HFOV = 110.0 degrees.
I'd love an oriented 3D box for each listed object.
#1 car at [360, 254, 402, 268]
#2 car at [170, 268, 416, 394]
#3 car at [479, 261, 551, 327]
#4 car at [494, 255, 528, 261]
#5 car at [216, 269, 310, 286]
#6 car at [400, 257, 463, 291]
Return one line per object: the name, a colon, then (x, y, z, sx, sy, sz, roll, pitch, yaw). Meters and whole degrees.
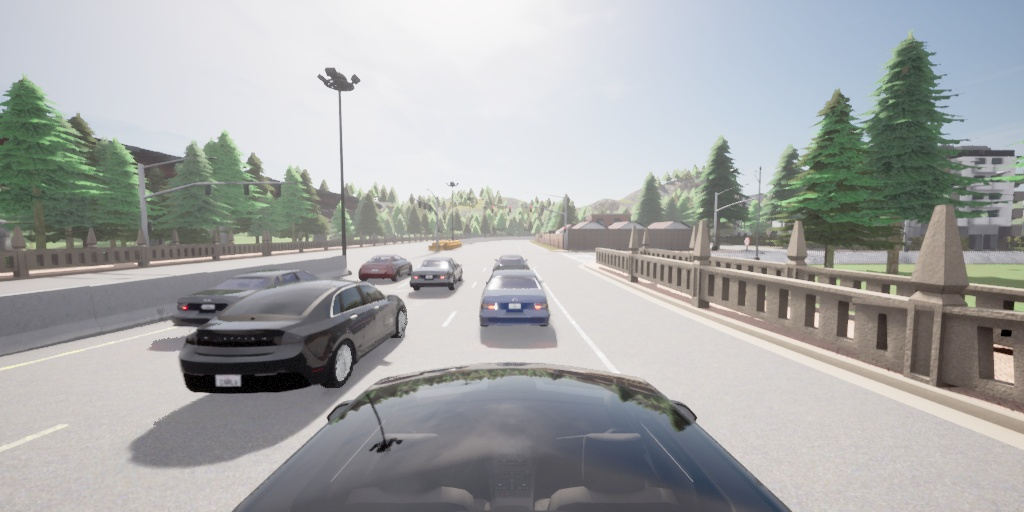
car: (-7.041, 0.581, 20.345, 1.994, 1.385, 4.181, 0, 4, -1)
car: (-3.434, 1.189, 6.736, 1.837, 1.490, 4.892, 0, 2, 0)
car: (0.042, 1.102, 10.790, 2.033, 1.411, 5.357, 0, 2, 0)
car: (-0.039, 0.615, 19.867, 1.994, 1.385, 4.181, 0, 3, 0)
car: (-6.957, 1.106, 10.691, 2.033, 1.411, 5.357, 0, 2, 0)
car: (-3.503, 0.753, 17.279, 2.033, 1.411, 5.357, 0, 4, -2)
